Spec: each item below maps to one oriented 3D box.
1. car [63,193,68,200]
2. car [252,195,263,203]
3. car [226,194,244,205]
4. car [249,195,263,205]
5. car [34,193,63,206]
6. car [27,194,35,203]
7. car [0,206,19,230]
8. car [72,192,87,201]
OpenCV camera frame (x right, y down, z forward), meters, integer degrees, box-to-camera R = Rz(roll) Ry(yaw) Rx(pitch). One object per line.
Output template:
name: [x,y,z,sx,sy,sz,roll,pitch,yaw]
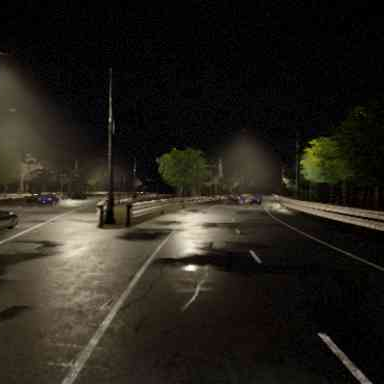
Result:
car: [-25.339,0.887,64.043,1.812,1.442,4.674,1,0,-6]
car: [12.788,1.403,64.861,1.812,1.442,4.674,1,0,13]
car: [6.770,1.346,54.770,2.128,1.511,4.902,1,0,13]
car: [10.467,1.499,55.183,1.895,1.301,4.718,1,0,13]
car: [-19.038,1.067,44.300,1.812,1.442,4.674,1,0,-9]
car: [-23.516,1.011,50.569,1.994,1.385,4.181,1,0,-8]
car: [-10.249,1.347,16.422,2.033,1.411,5.357,1,0,-13]
car: [-21.937,0.761,65.097,2.097,1.767,4.553,1,0,-6]
